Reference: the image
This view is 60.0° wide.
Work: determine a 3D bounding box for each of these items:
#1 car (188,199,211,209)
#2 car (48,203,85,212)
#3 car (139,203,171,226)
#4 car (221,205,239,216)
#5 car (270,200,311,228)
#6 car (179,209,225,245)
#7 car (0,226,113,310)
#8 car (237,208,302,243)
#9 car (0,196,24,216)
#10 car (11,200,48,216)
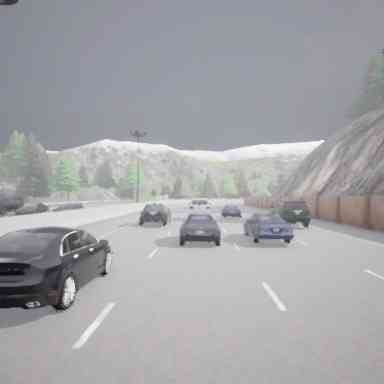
[{"bbox_3d":[0.775,1.687,34.417,2.150,2.045,5.566,1,0,1],"label":"car"},{"bbox_3d":[-13.291,1.896,36.515,2.033,1.411,5.357,1,-1,1],"label":"car"},{"bbox_3d":[-2.884,1.680,26.957,2.097,1.767,4.553,1,-1,1],"label":"car"},{"bbox_3d":[4.339,2.105,37.586,1.994,1.385,4.181,1,-1,1],"label":"car"},{"bbox_3d":[7.607,1.649,26.406,2.150,2.045,5.566,1,-1,1],"label":"car"},{"bbox_3d":[0.404,1.794,16.960,1.994,1.385,4.181,1,-1,1],"label":"car"},{"bbox_3d":[-3.285,1.578,7.958,1.837,1.490,4.892,1,-1,1],"label":"car"},{"bbox_3d":[3.923,1.824,17.793,2.033,1.411,5.357,1,-1,1],"label":"car"},{"bbox_3d":[-20.303,1.498,36.124,2.150,2.045,5.566,1,-1,2],"label":"car"},{"bbox_3d":[-16.825,1.825,35.456,1.812,1.442,4.674,1,-1,2],"label":"car"}]
